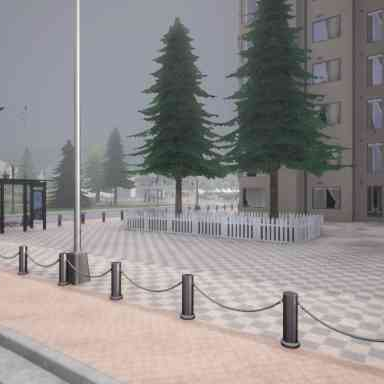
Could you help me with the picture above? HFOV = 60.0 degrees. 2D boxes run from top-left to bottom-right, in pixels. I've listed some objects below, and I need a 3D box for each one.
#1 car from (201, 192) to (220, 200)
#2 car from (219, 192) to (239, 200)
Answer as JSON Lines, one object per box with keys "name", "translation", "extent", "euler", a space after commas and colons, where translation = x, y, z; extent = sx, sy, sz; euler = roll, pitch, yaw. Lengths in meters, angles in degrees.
{"name": "car", "translation": [5.307, 1.384, 91.364], "extent": [3.806, 1.475, 1.970], "euler": [0, 0, 35]}
{"name": "car", "translation": [9.665, 1.374, 84.659], "extent": [3.633, 1.501, 1.845], "euler": [0, 0, 35]}
